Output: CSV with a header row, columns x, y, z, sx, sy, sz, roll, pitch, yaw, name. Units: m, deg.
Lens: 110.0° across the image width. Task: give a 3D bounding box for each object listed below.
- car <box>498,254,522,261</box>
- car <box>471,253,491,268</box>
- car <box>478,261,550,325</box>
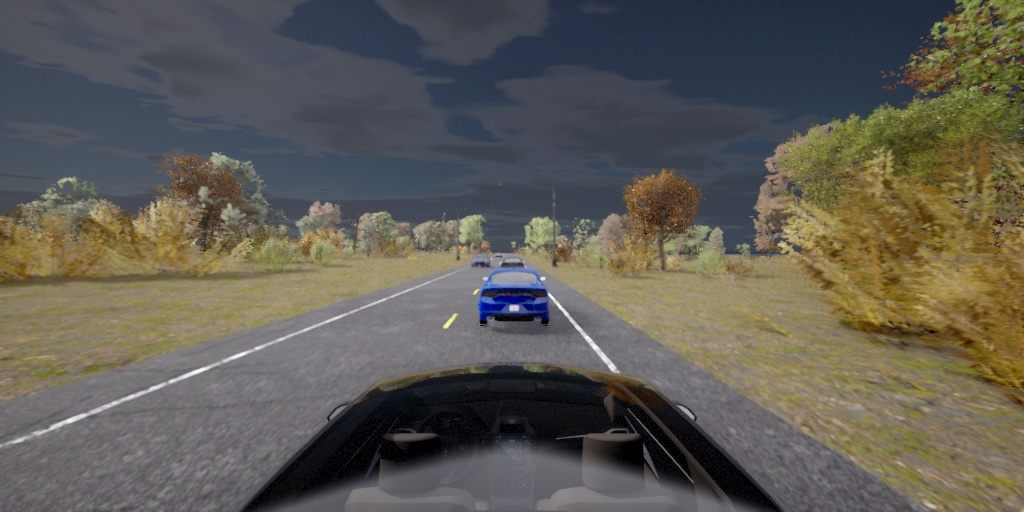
x,y,z,sx,sy,sz,roll,pitch,yaw,name
0.043,0.811,29.208,1.882,1.535,5.008,0,1,0,car
-3.660,0.489,42.459,2.097,1.767,4.553,0,1,0,car
0.064,1.082,11.234,1.882,1.535,5.008,0,1,0,car
